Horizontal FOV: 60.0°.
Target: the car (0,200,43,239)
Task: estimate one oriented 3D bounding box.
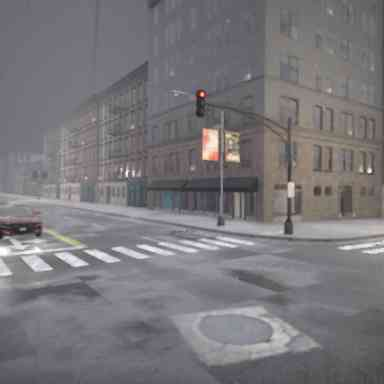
[{"bbox_3d":[-9.053,1.399,17.063,1.882,1.535,5.008,0,0,-35],"label":"car"}]

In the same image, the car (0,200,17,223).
[{"bbox_3d":[-14.343,1.369,24.586,1.837,1.490,4.892,0,0,-35],"label":"car"}]
